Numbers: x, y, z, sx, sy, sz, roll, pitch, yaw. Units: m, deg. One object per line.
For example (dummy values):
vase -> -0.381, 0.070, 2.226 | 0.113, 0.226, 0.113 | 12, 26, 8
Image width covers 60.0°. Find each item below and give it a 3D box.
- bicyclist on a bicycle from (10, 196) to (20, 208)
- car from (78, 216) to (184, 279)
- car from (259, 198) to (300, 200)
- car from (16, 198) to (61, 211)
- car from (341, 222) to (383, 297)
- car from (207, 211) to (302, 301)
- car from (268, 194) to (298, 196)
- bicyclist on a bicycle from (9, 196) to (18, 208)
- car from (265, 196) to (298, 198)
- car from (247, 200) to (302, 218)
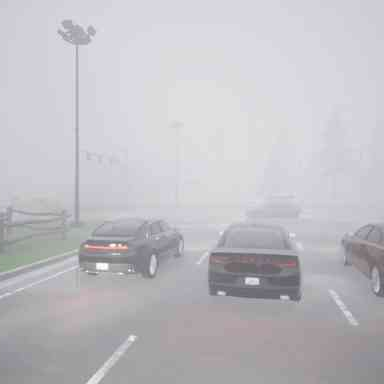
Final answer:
bicyclist on a bicycle -> -22.952, 1.302, 43.638 | 0.582, 1.620, 1.656 | 0, 0, -9
car -> -1.590, 1.505, 10.201 | 1.837, 1.490, 4.892 | 0, 0, 12
car -> 7.713, 1.525, 30.726 | 4.674, 1.442, 1.812 | 0, 0, 3
car -> -18.496, 1.477, 40.185 | 5.008, 1.535, 1.882 | 0, 0, -8
car -> 5.182, 1.478, 8.383 | 1.882, 1.535, 5.008 | 0, 0, 12
car -> 1.626, 1.478, 8.495 | 1.882, 1.535, 5.008 | 0, 0, 12
car -> 9.423, 1.221, 37.663 | 5.566, 2.045, 2.150 | 0, 0, 3
bicyclist on a bicycle -> -23.392, 1.302, 43.570 | 0.582, 1.620, 1.656 | 0, 0, -9
car -> 8.669, 1.477, 34.182 | 5.008, 1.535, 1.882 | 0, 0, 3
car -> 6.543, 1.564, 27.267 | 4.181, 1.385, 1.994 | 0, 0, 2
